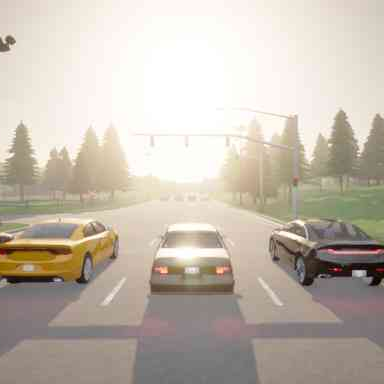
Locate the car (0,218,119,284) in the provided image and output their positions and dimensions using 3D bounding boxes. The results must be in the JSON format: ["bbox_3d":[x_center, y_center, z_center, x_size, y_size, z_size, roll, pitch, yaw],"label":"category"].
[{"bbox_3d":[-3.487,1.478,9.627,1.882,1.535,5.008,0,0,1],"label":"car"}]

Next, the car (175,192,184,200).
[{"bbox_3d":[-3.496,1.057,94.009,2.150,2.045,5.566,0,0,0],"label":"car"}]

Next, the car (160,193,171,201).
[{"bbox_3d":[-6.997,1.492,83.559,1.837,1.490,4.892,0,0,0],"label":"car"}]

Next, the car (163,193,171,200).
[{"bbox_3d":[-6.996,1.187,93.949,2.097,1.767,4.553,0,0,0],"label":"car"}]

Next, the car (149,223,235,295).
[{"bbox_3d":[0.005,1.547,8.873,2.033,1.411,5.357,0,0,0],"label":"car"}]

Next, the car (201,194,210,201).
[{"bbox_3d":[3.503,1.516,83.975,1.812,1.442,4.674,0,0,0],"label":"car"}]

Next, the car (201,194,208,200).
[{"bbox_3d":[3.504,1.356,93.978,1.812,1.442,4.674,0,0,0],"label":"car"}]

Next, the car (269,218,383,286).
[{"bbox_3d":[3.512,1.492,9.393,2.128,1.511,4.902,0,0,0],"label":"car"}]

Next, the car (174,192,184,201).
[{"bbox_3d":[-3.497,1.469,83.559,1.882,1.535,5.008,0,0,0],"label":"car"}]

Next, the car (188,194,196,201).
[{"bbox_3d":[0.003,1.346,83.912,2.097,1.767,4.553,0,0,0],"label":"car"}]
